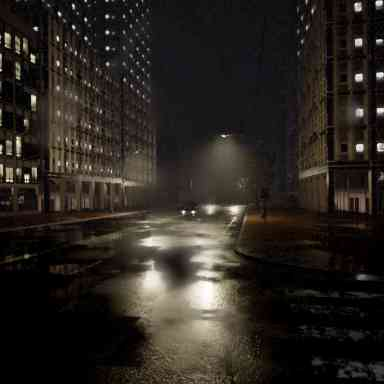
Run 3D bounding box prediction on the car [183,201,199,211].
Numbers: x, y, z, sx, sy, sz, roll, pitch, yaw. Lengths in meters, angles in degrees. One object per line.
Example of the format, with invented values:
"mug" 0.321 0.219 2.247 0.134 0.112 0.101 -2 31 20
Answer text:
"car" -0.136 2.204 54.493 1.882 1.535 5.008 -1 -1 10
